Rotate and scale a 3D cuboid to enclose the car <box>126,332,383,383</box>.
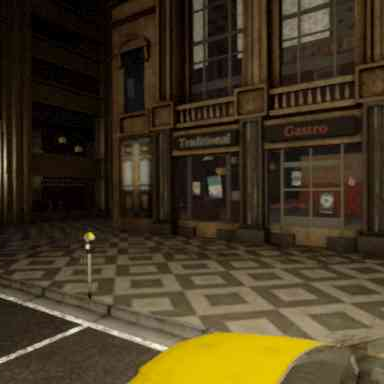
[{"bbox_3d":[1.575,1.504,1.915,4.829,1.417,1.752,0,0,33],"label":"car"}]
